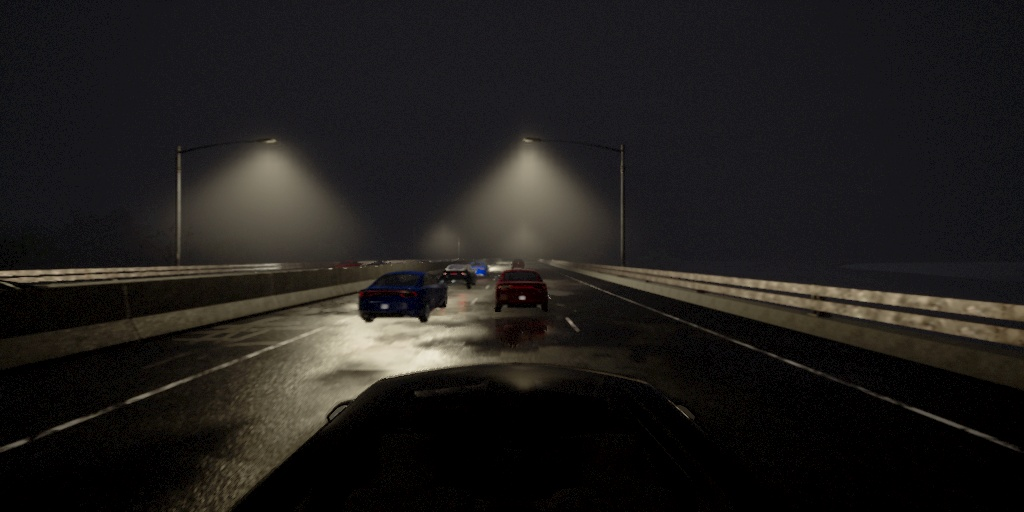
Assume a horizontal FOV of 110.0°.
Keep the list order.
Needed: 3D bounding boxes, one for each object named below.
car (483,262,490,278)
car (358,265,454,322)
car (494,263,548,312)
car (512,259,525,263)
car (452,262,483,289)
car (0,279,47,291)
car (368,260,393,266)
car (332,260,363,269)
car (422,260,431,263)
[{"bbox_3d":[-3.192,1.280,34.228,1.882,1.535,5.008,0,0,1],"label":"car"},{"bbox_3d":[-3.469,1.239,12.293,1.882,1.535,5.008,0,0,0],"label":"car"},{"bbox_3d":[0.299,1.245,14.477,1.882,1.535,5.008,0,0,-1],"label":"car"},{"bbox_3d":[1.109,1.224,61.822,2.097,1.767,4.553,0,0,2],"label":"car"},{"bbox_3d":[-3.365,1.273,23.261,2.128,1.511,4.902,0,0,1],"label":"car"},{"bbox_3d":[-14.077,1.254,8.257,1.837,1.490,4.892,0,0,0],"label":"car"},{"bbox_3d":[-16.978,1.307,46.477,2.128,1.511,4.902,0,0,2],"label":"car"},{"bbox_3d":[-20.519,1.285,44.907,1.882,1.535,5.008,0,0,2],"label":"car"},{"bbox_3d":[-13.189,1.387,55.167,2.033,1.411,5.357,0,0,2],"label":"car"}]
